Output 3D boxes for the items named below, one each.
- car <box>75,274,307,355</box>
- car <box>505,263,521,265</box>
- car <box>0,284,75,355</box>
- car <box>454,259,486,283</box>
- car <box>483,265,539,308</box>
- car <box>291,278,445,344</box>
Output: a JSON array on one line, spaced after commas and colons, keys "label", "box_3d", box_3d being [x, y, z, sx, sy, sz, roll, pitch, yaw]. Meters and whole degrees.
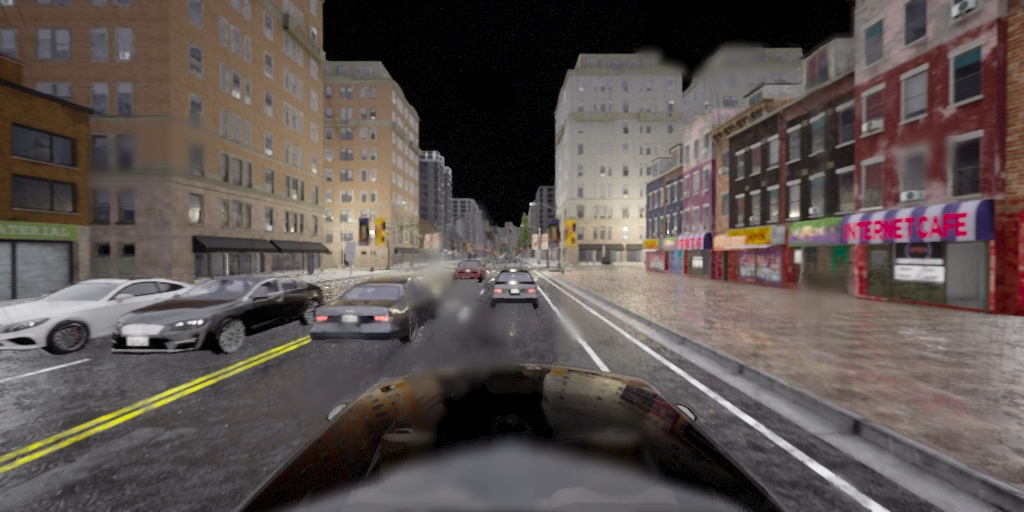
[{"label": "car", "box_3d": [-6.534, 1.228, 8.735, 2.128, 1.511, 4.902, 0, 0, 1]}, {"label": "car", "box_3d": [0.108, 1.285, 31.619, 1.895, 1.301, 4.718, 0, 0, 0]}, {"label": "car", "box_3d": [-9.785, 1.261, 8.791, 1.812, 1.442, 4.674, 0, 0, 1]}, {"label": "car", "box_3d": [-3.143, 1.047, 27.712, 2.097, 1.767, 4.553, 0, 0, 0]}, {"label": "car", "box_3d": [0.104, 1.270, 15.034, 2.033, 1.411, 5.357, 0, 0, 0]}, {"label": "car", "box_3d": [-3.147, 1.282, 9.530, 2.033, 1.411, 5.357, 0, 0, 0]}]
